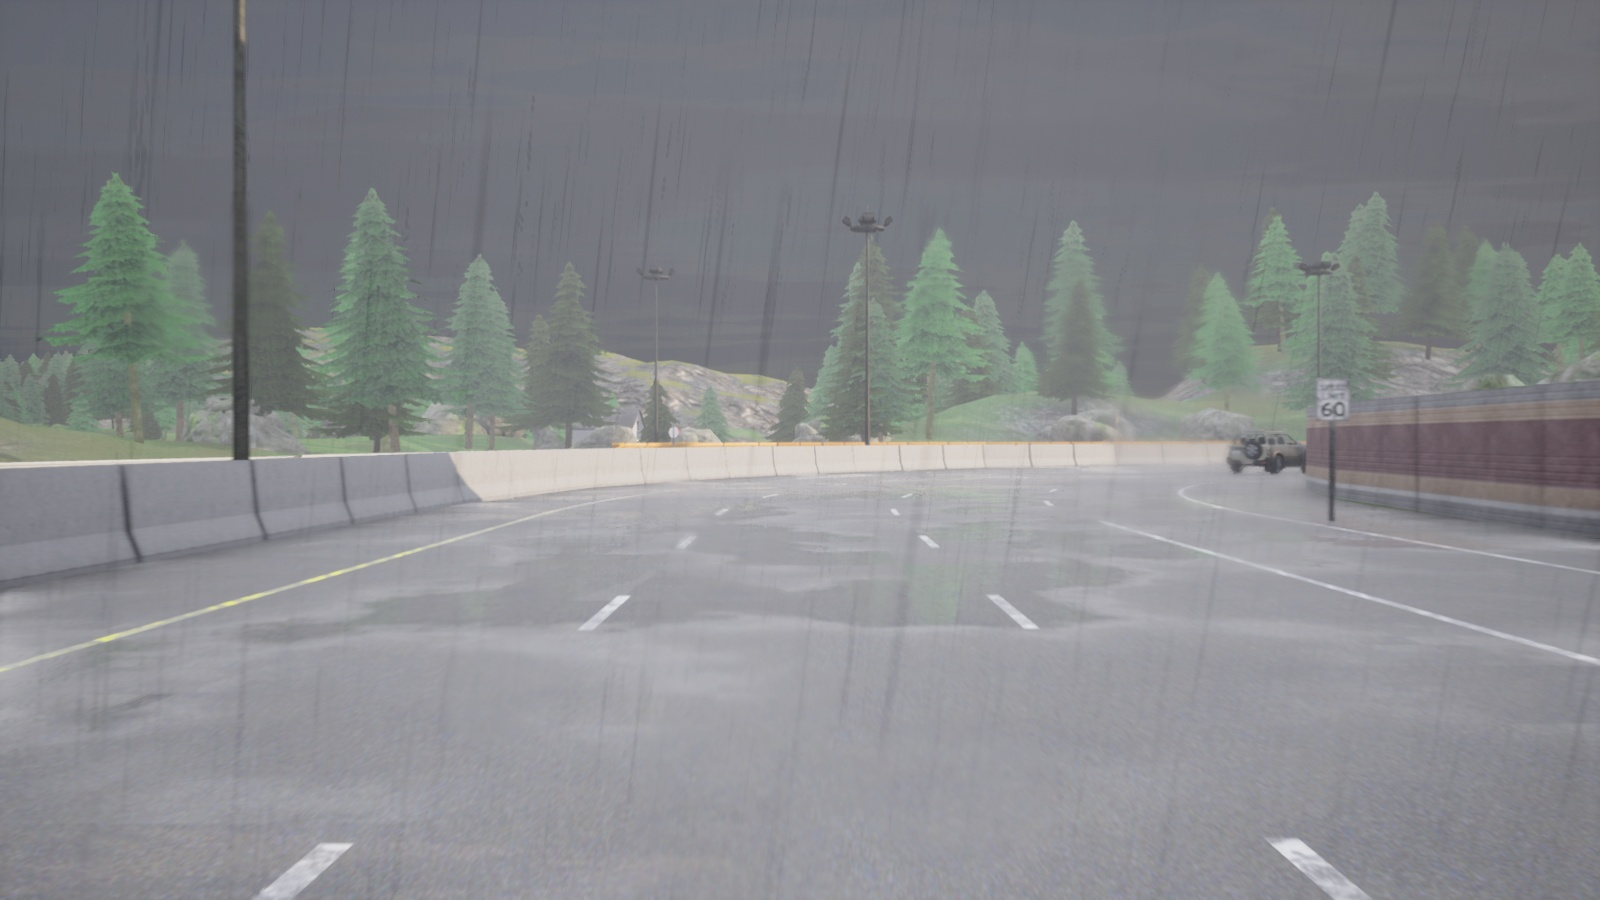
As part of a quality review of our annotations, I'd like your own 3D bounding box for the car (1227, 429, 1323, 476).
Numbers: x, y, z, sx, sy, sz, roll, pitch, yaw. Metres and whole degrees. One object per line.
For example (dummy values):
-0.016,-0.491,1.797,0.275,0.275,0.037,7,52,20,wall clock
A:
19.775,0.096,52.184,4.605,1.855,1.932,0,0,-43,car
